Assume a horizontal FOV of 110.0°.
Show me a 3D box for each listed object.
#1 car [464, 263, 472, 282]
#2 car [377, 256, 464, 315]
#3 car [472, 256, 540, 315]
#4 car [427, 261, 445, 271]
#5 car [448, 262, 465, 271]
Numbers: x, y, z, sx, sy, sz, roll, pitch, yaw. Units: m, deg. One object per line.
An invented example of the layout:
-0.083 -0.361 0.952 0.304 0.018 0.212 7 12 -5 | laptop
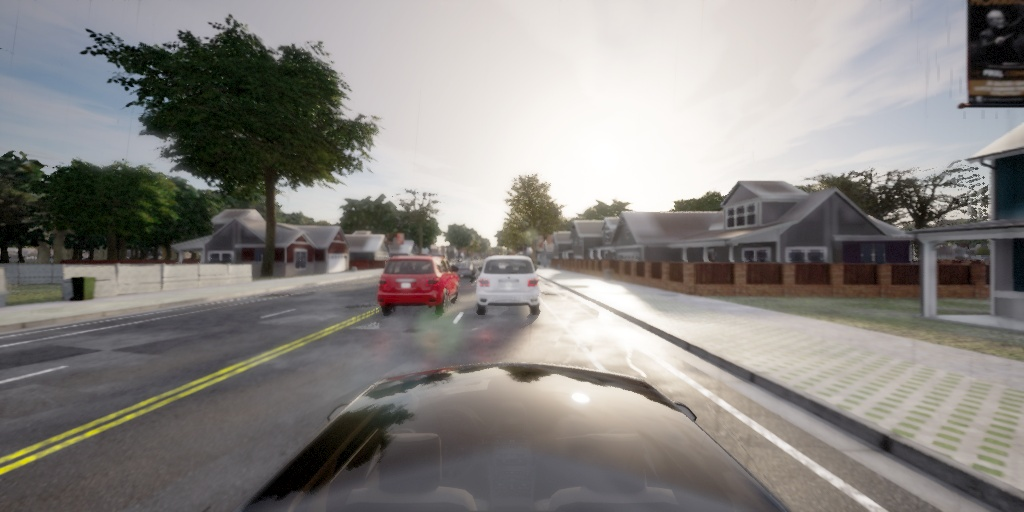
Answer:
-3.953 1.341 30.161 2.128 1.511 4.902 0 0 -2 | car
-3.405 1.017 13.999 2.150 2.045 5.566 0 0 -1 | car
-0.156 1.015 14.039 2.150 2.045 5.566 0 0 -1 | car
-11.472 1.500 54.484 1.994 1.385 4.181 0 0 -2 | car
-8.170 1.529 52.688 1.895 1.301 4.718 0 0 -2 | car
